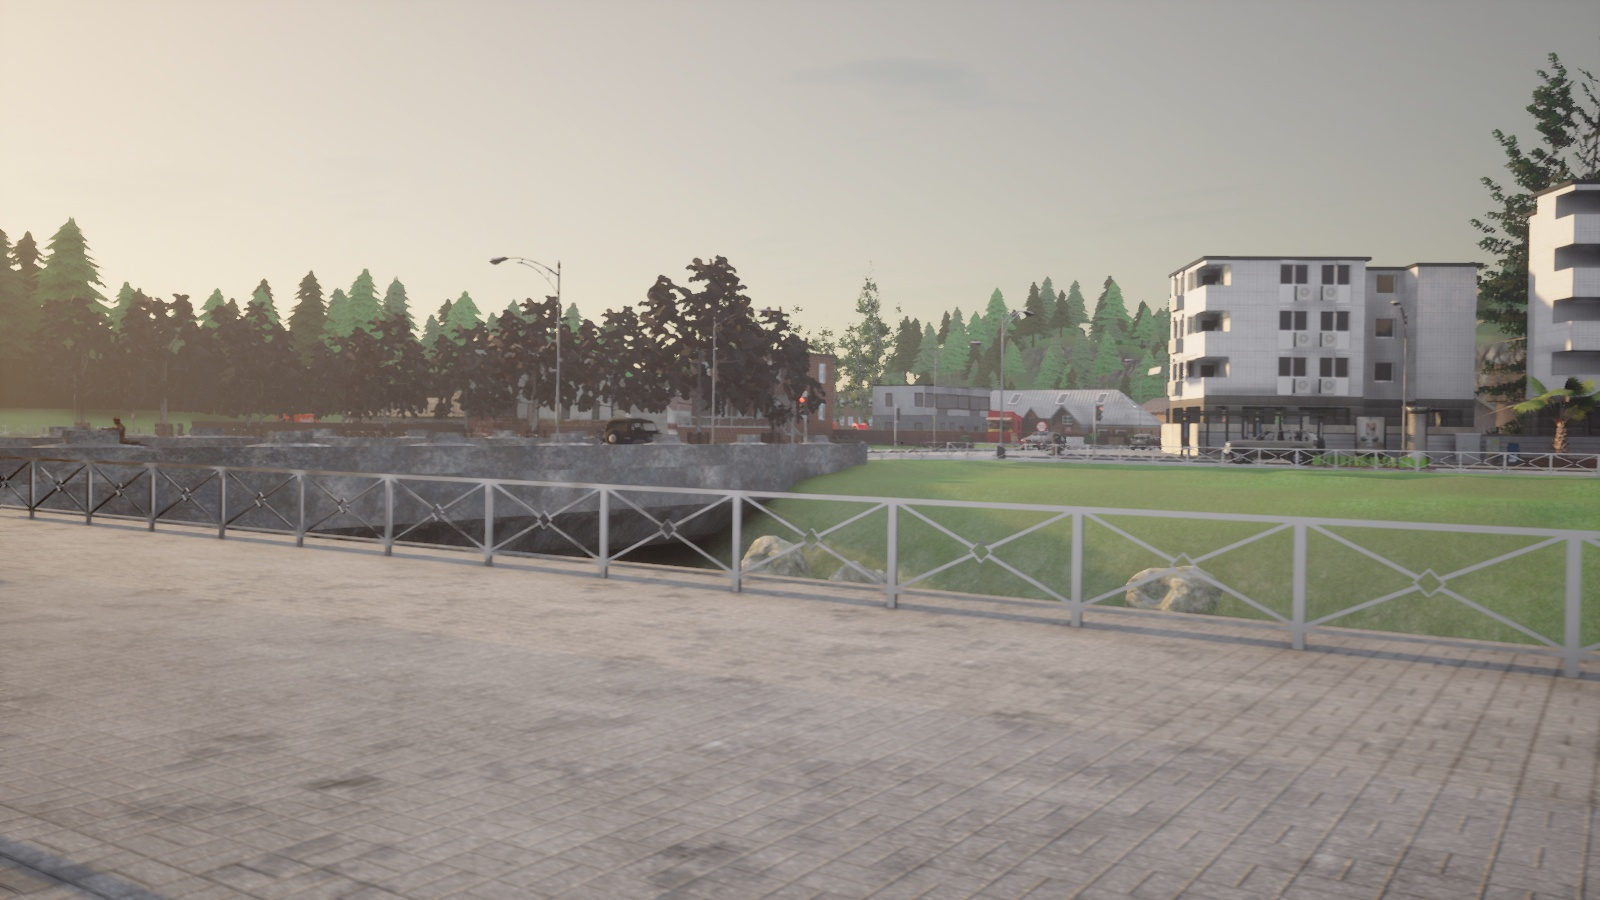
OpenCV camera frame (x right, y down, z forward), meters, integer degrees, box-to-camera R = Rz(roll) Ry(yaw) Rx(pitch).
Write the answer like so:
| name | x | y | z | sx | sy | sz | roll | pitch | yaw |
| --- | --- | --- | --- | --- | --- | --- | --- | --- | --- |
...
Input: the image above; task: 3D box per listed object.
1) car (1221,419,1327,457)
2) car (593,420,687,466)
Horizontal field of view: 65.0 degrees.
| name | x | y | z | sx | sy | sz | roll | pitch | yaw |
| --- | --- | --- | --- | --- | --- | --- | --- | --- | --- |
| car | 23.609 | -0.597 | 62.620 | 4.605 | 1.855 | 1.932 | 0 | 1 | 34 |
| car | -6.808 | -0.329 | 53.807 | 1.905 | 1.878 | 3.866 | 0 | 1 | 33 |
